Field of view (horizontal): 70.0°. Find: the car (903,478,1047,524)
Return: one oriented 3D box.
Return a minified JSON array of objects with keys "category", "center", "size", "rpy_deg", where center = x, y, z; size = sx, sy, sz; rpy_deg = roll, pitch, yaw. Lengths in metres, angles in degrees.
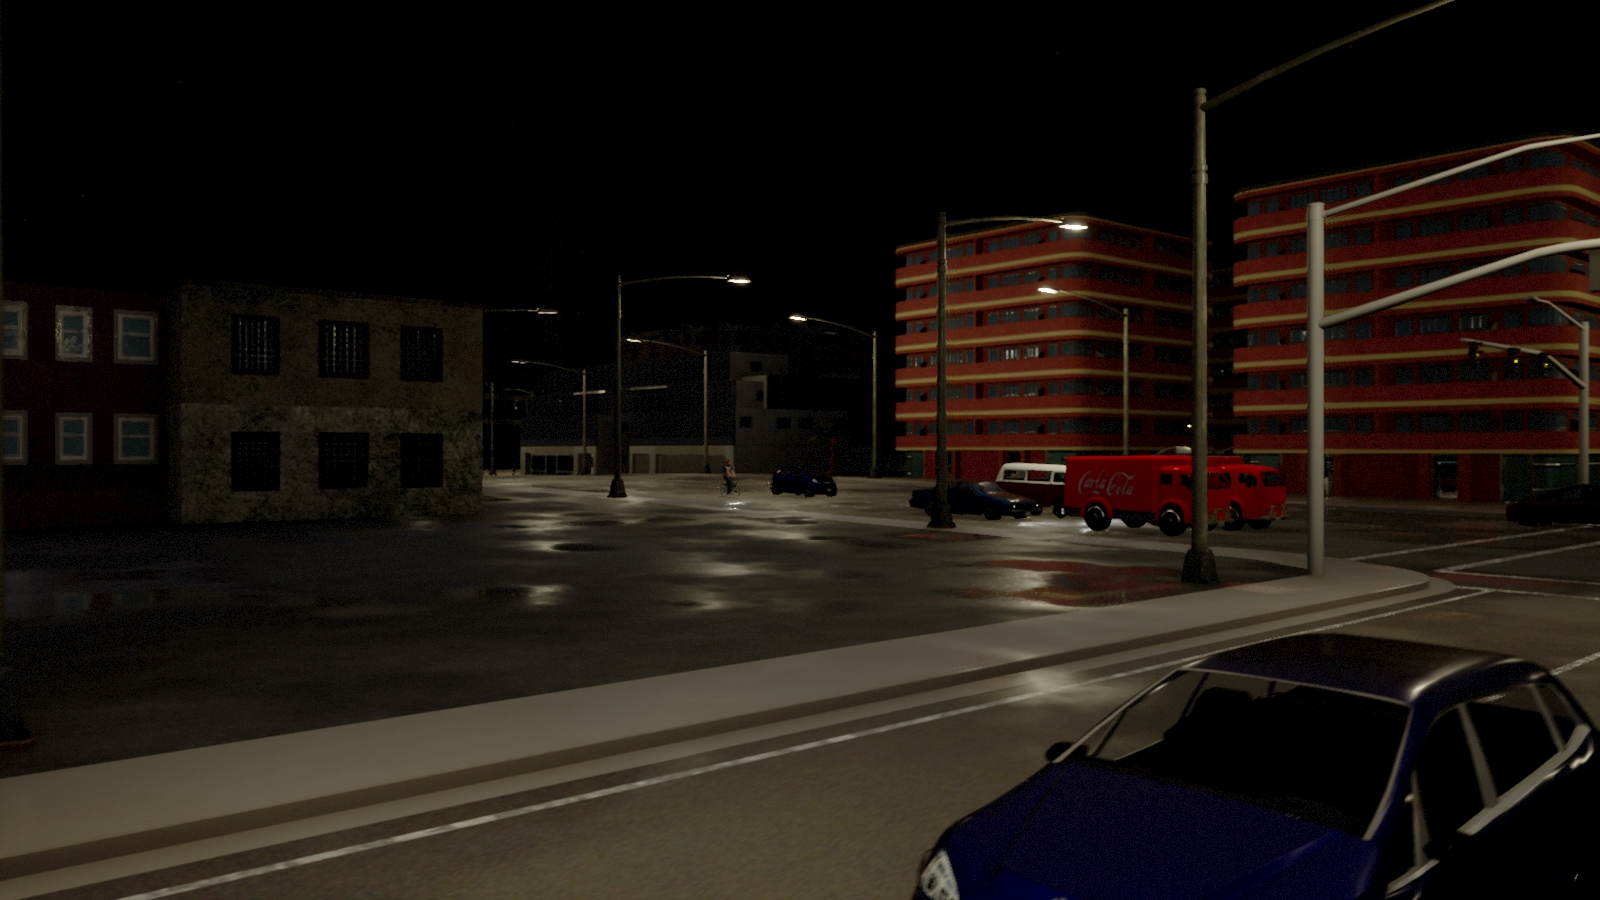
[{"category":"car","center":[6.558,1.880,43.447],"size":[2.033,1.411,5.357],"rpy_deg":[0,1,-40]}]

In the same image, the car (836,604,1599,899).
[{"category":"car","center":[2.645,1.970,6.069],"size":[4.611,1.667,2.242],"rpy_deg":[0,0,-41]}]

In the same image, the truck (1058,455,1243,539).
[{"category":"truck","center":[11.455,1.446,37.598],"size":[2.627,2.467,5.204],"rpy_deg":[0,1,-40]}]

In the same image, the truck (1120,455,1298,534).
[{"category":"truck","center":[14.163,1.443,39.840],"size":[2.627,2.467,5.204],"rpy_deg":[0,1,-40]}]

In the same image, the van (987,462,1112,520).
[{"category":"van","center":[9.786,1.569,45.051],"size":[2.069,2.038,4.480],"rpy_deg":[0,1,-40]}]
